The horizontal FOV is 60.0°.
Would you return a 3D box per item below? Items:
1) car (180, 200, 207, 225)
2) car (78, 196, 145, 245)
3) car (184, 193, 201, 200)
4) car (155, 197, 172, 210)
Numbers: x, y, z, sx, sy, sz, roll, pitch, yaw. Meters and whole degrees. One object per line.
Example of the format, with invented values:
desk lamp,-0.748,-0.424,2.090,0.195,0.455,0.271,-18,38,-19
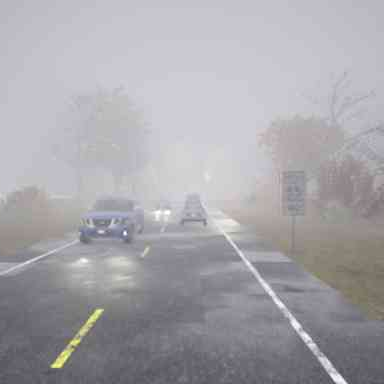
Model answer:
car,0.122,1.529,23.763,2.033,1.411,5.357,0,0,0
car,-3.593,1.216,15.910,2.150,2.045,5.566,0,0,0
car,0.125,1.167,46.142,2.150,2.045,5.566,0,0,0
car,-3.515,1.450,42.044,2.128,1.511,4.902,0,0,1
